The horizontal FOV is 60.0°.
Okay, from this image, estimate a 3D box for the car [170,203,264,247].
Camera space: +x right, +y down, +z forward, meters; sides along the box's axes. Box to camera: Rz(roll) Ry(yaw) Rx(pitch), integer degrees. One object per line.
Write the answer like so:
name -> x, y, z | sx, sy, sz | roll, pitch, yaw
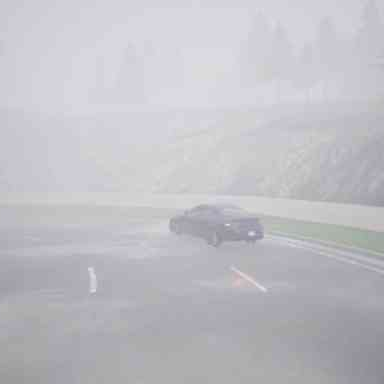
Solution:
car -> 0.810, 1.156, 13.048 | 1.812, 1.442, 4.674 | 0, 2, -30
